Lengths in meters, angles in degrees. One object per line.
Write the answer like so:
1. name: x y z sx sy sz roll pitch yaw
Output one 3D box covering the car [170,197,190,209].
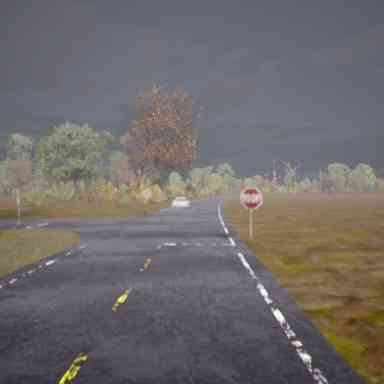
1. car: -1.323 1.305 39.494 1.812 1.442 4.674 0 2 5
